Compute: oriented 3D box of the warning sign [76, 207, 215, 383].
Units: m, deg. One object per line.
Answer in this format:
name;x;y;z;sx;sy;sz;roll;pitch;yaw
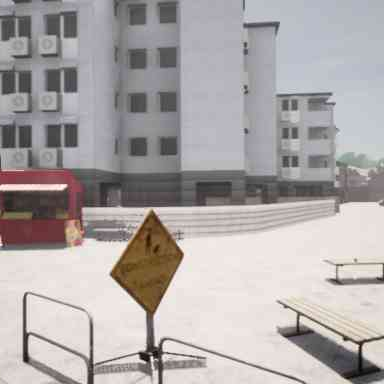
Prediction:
warning sign;-0.517;1.140;4.055;1.060;1.860;1.300;-1;0;36
